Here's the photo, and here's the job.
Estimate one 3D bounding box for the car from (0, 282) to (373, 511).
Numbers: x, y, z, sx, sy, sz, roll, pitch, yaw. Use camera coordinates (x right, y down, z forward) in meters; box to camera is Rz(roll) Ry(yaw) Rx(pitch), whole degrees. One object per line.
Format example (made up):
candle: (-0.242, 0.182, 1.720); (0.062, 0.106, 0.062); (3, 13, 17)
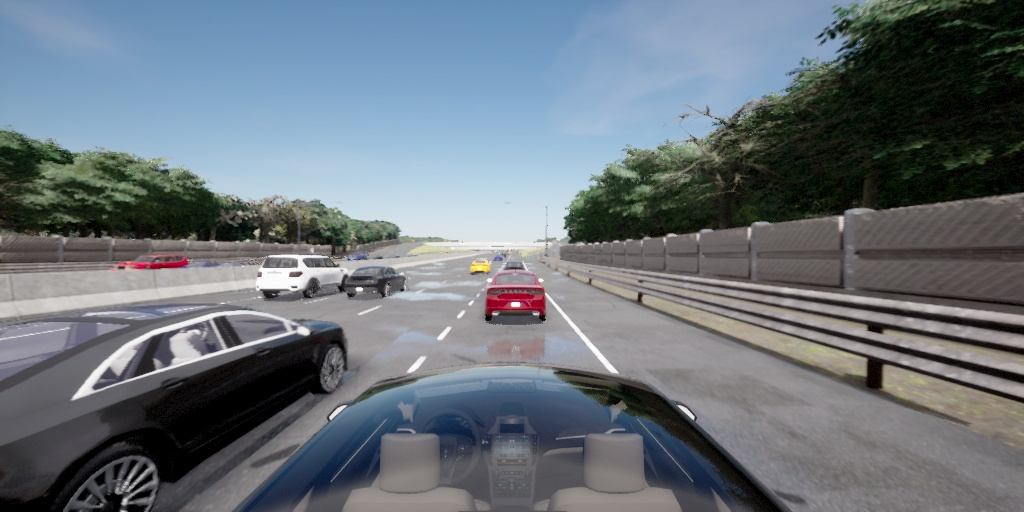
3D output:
car: (-3.499, 1.242, 3.729); (2.128, 1.511, 4.902); (0, 0, 0)

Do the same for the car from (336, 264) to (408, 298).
car: (-6.868, 1.257, 18.571); (1.837, 1.490, 4.892); (0, 0, 0)

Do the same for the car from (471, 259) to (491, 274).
car: (-3.352, 1.105, 39.469); (1.882, 1.535, 5.008); (0, 1, 0)

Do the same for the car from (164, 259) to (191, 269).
car: (-27.993, 1.225, 32.366); (1.812, 1.442, 4.674); (0, 1, 0)

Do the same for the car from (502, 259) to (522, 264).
car: (0.191, 1.218, 31.033); (1.837, 1.490, 4.892); (0, 0, 0)

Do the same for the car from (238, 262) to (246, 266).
car: (-21.004, 1.251, 31.802); (2.033, 1.411, 5.357); (0, 0, 0)

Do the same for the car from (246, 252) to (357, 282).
car: (-10.370, 0.973, 18.350); (2.150, 2.045, 5.566); (0, 0, 0)

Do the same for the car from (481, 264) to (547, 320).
car: (0.114, 1.229, 12.694); (1.882, 1.535, 5.008); (0, 0, 0)

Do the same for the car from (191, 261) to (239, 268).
car: (-24.505, 1.254, 31.437); (2.033, 1.411, 5.357); (0, 0, 0)

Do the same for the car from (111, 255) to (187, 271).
car: (-31.501, 0.927, 31.583); (2.150, 2.045, 5.566); (0, 0, 0)
